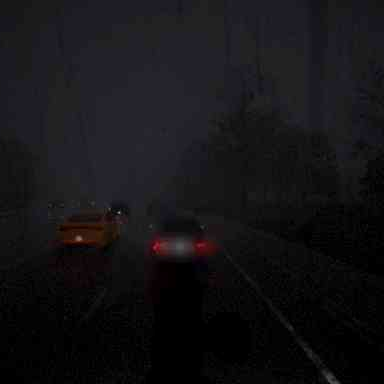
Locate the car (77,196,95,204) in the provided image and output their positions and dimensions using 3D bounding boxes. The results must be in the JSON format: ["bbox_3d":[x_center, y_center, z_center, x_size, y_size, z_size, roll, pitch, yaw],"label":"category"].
[{"bbox_3d":[-13.631,1.389,42.916,2.097,1.767,4.553,0,0,-17],"label":"car"}]

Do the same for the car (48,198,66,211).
[{"bbox_3d":[-17.134,1.540,42.456,1.837,1.490,4.892,0,0,-17],"label":"car"}]

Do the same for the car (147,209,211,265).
[{"bbox_3d":[-0.492,1.559,11.669,2.033,1.411,5.357,0,0,-4],"label":"car"}]

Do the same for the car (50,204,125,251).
[{"bbox_3d":[-4.232,1.493,14.239,1.882,1.535,5.008,0,0,-5],"label":"car"}]

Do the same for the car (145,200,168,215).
[{"bbox_3d":[-3.372,1.524,31.847,2.128,1.511,4.902,0,0,-12],"label":"car"}]

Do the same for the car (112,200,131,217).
[{"bbox_3d":[-6.867,1.536,31.521,1.837,1.490,4.892,0,0,-12],"label":"car"}]
